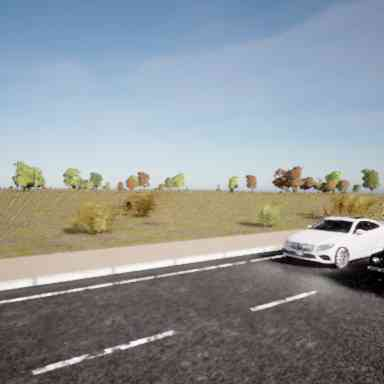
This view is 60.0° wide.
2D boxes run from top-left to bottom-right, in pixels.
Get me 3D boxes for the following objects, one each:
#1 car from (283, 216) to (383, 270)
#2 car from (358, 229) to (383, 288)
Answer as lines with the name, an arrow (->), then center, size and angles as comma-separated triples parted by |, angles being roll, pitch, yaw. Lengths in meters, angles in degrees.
car -> 5.125, 1.562, 11.327 | 4.674, 1.442, 1.812 | 0, 0, -35
car -> 6.309, 1.634, 8.179 | 4.718, 1.301, 1.895 | 0, 0, -35
